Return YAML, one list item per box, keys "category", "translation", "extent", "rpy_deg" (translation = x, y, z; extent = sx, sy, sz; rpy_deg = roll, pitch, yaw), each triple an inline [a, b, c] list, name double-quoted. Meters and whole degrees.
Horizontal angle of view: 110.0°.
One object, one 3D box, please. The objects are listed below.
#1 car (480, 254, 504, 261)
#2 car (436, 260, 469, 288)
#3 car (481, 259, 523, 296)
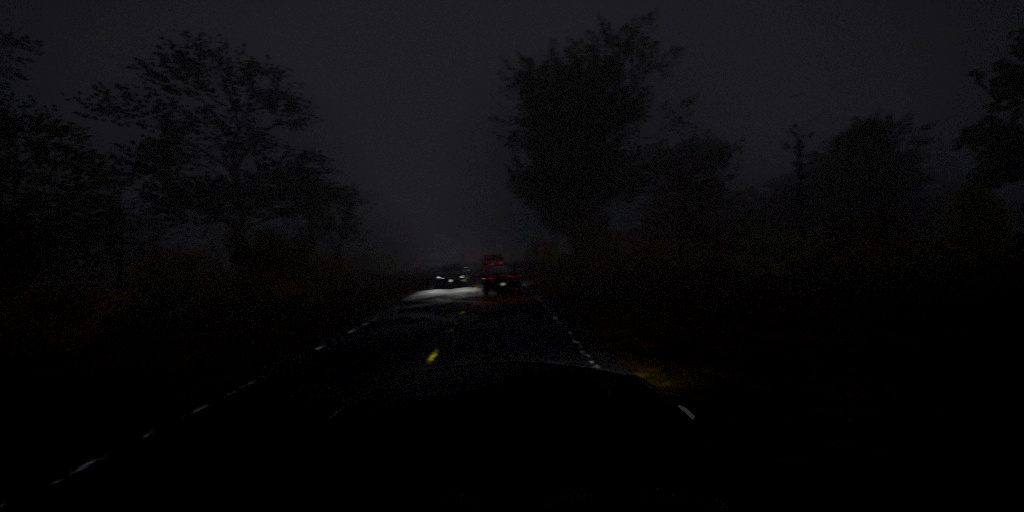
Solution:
- category: "car"
  translation: [-1.926, 0.813, 35.185]
  extent: [2.150, 2.045, 5.566]
  rpy_deg: [-3, 1, -6]
- category: "car"
  translation: [-4.097, 1.301, 25.132]
  extent: [1.837, 1.490, 4.892]
  rpy_deg: [-3, 0, -5]
- category: "car"
  translation: [-0.547, 1.119, 18.959]
  extent: [1.882, 1.535, 5.008]
  rpy_deg: [-3, 1, -3]
